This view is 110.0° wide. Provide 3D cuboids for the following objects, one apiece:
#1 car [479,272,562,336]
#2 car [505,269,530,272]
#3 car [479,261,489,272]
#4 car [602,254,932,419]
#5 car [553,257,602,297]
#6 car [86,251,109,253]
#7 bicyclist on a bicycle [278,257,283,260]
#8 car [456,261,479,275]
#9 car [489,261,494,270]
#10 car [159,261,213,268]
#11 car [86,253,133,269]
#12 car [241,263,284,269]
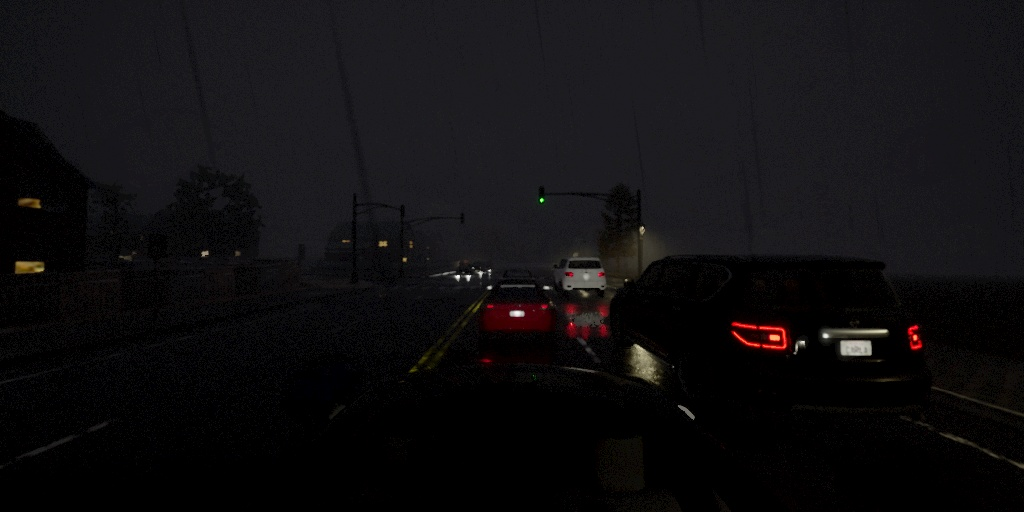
[{"bbox_3d":[0.171,1.356,10.573,1.994,1.385,4.181,0,0,1],"label":"car"},{"bbox_3d":[0.349,1.448,21.231,1.895,1.301,4.718,0,0,1],"label":"car"},{"bbox_3d":[-5.027,1.552,53.339,1.837,1.490,4.892,0,0,4],"label":"car"},{"bbox_3d":[3.385,0.995,6.204,2.150,2.045,5.566,0,0,0],"label":"car"},{"bbox_3d":[3.583,1.061,19.792,2.150,2.045,5.566,0,0,1],"label":"car"},{"bbox_3d":[-48.930,0.404,41.449,5.566,2.045,2.150,1,-1,15],"label":"car"},{"bbox_3d":[-24.333,0.921,37.703,0.582,1.620,1.656,1,-1,15],"label":"bicyclist on a bicycle"},{"bbox_3d":[-5.583,1.531,43.475,2.033,1.411,5.357,0,0,-1],"label":"car"},{"bbox_3d":[-4.360,1.620,63.299,1.837,1.490,4.892,0,0,5],"label":"car"},{"bbox_3d":[-30.539,0.951,33.329,5.357,1.411,2.033,1,-1,16],"label":"car"},{"bbox_3d":[-40.429,0.757,36.062,4.892,1.490,1.837,1,-1,16],"label":"car"},{"bbox_3d":[-20.990,1.053,30.698,4.892,1.490,1.837,1,-1,15],"label":"car"}]
